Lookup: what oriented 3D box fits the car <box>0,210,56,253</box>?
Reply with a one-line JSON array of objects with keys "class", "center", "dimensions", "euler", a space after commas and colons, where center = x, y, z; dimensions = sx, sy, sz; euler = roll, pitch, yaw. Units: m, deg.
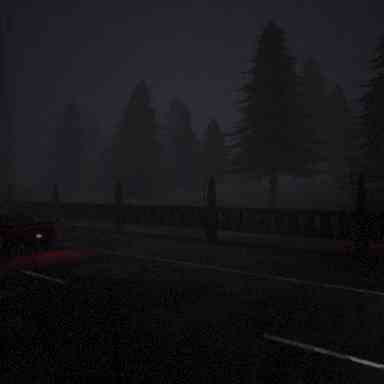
[{"class": "car", "center": [-7.688, 1.477, 13.773], "dimensions": [5.008, 1.535, 1.882], "euler": [0, 0, 36]}]
